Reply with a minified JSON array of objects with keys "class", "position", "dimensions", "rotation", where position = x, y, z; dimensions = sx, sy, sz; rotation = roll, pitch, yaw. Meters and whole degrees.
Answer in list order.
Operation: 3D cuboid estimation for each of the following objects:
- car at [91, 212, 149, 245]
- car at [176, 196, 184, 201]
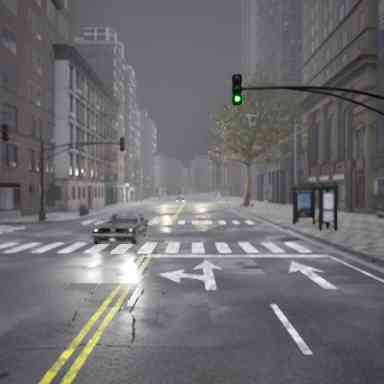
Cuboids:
[{"class":"car","position":[-3.238,1.657,15.820],"dimensions":[1.895,1.301,4.718],"rotation":[0,0,0]},{"class":"car","position":[-3.183,1.628,89.281],"dimensions":[1.895,1.301,4.718],"rotation":[0,0,0]}]
